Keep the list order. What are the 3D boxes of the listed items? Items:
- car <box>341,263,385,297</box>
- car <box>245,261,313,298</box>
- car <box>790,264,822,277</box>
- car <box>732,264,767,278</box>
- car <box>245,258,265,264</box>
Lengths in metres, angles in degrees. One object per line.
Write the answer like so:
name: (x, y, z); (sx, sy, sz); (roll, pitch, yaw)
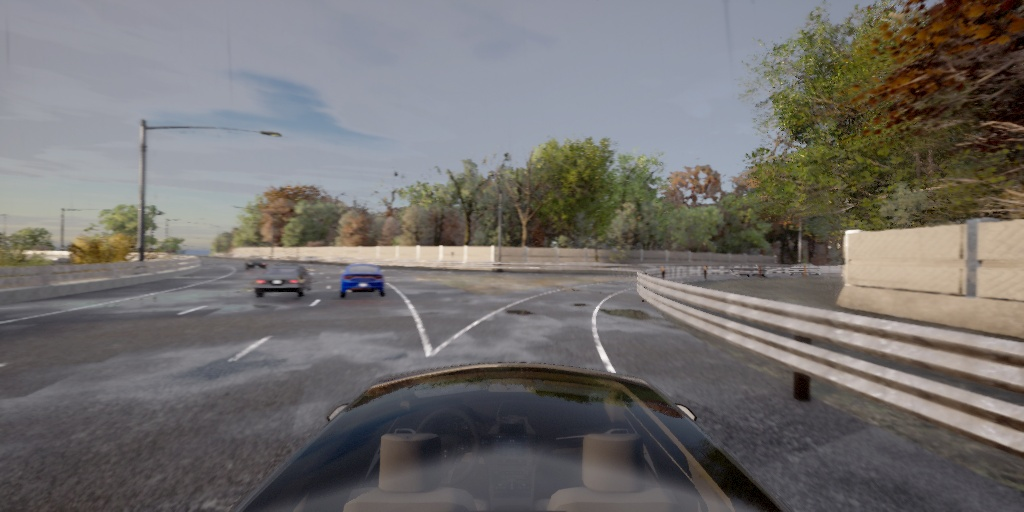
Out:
car: (-7.497, 1.106, 18.075); (1.882, 1.535, 5.008); (1, 0, -23)
car: (-10.776, 1.117, 17.186); (2.033, 1.411, 5.357); (1, 0, -24)
car: (40.422, 1.859, 49.283); (4.553, 1.767, 2.097); (1, 0, -27)
car: (28.718, 1.771, 43.293); (5.008, 1.535, 1.882); (1, 0, -27)
car: (-28.964, 0.863, 40.515); (1.895, 1.301, 4.718); (1, 0, -39)
